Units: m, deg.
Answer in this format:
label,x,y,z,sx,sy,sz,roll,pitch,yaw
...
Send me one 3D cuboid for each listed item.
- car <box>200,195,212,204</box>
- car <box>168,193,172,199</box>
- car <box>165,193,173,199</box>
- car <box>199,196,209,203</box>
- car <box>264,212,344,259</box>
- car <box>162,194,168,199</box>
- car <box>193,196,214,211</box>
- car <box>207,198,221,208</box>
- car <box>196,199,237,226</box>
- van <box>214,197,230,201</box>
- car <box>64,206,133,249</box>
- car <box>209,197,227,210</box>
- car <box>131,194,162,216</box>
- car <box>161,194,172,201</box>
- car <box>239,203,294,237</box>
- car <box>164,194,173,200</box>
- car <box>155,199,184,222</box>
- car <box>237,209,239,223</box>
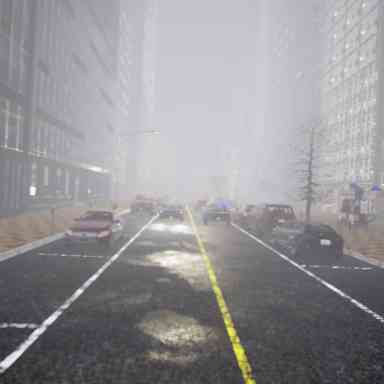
label,x,y,z,sx,sy,sz,roll,pitch,yaw
car,2.883,1.575,69.095,1.967,1.590,4.097,3,0,-2
car,-5.314,1.264,63.294,1.887,1.381,4.507,3,0,-2
car,-6.179,1.109,90.977,1.967,1.590,4.097,3,0,-2
car,2.699,1.650,74.801,1.752,1.417,4.829,3,0,-2
car,4.617,1.799,13.730,1.947,1.339,4.313,3,0,-2
car,-4.792,1.294,46.685,1.887,1.381,4.507,3,0,-2
car,1.183,1.579,40.569,1.812,1.442,4.674,3,0,-2
car,3.395,1.689,52.655,1.752,1.417,4.829,3,0,-2
car,1.687,1.572,24.570,2.128,1.511,4.902,3,0,-2
van,3.759,1.525,41.412,1.690,1.788,3.998,3,0,-2
car,-3.749,1.389,13.466,1.802,1.307,4.206,3,0,-2
car,3.579,1.615,46.949,1.967,1.590,4.097,3,0,-2
car,-4.257,1.094,30.075,2.192,1.841,5.009,3,0,-2
car,-5.663,1.250,74.367,2.008,1.369,4.403,3,0,-2
car,4.457,1.539,19.266,2.192,1.841,5.009,3,0,-2
car,-6.010,1.224,85.440,1.887,1.381,4.507,3,0,-2
car,-1.542,1.519,25.947,1.895,1.301,4.718,3,0,-2
car,4.275,1.654,24.803,1.967,1.590,4.097,3,0,-2
